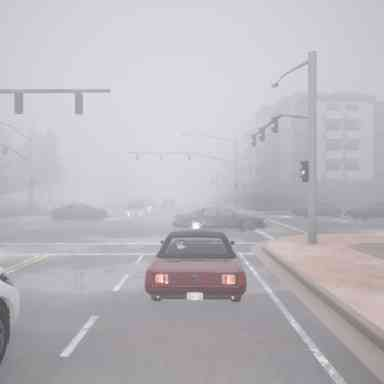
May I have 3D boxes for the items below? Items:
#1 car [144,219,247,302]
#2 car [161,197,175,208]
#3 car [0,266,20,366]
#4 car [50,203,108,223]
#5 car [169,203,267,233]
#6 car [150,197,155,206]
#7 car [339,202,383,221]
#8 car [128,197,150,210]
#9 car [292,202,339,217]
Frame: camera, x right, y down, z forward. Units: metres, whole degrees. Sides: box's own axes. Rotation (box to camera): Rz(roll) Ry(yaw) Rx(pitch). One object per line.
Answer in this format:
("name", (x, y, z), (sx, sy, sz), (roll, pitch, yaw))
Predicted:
("car", (0.132, 1.601, 8.246), (1.895, 1.301, 4.718), (0, 0, 2))
("car", (-3.398, 1.491, 48.197), (2.128, 1.511, 4.902), (0, 0, 0))
("car", (-3.455, 1.221, 2.189), (2.150, 2.045, 5.566), (0, 0, 1))
("car", (-8.754, 1.563, 25.908), (4.181, 1.385, 1.994), (0, 0, -36))
("car", (1.499, 1.547, 19.234), (5.357, 1.411, 2.033), (0, 0, -2))
("car", (-7.083, 1.491, 53.355), (2.128, 1.511, 4.902), (0, 0, 0))
("car", (15.283, 1.547, 27.011), (5.357, 1.411, 2.033), (0, 0, -3))
("car", (-7.084, 1.477, 43.450), (1.882, 1.535, 5.008), (0, 0, 0))
("car", (11.356, 1.564, 30.300), (4.181, 1.385, 1.994), (0, 0, -2))
